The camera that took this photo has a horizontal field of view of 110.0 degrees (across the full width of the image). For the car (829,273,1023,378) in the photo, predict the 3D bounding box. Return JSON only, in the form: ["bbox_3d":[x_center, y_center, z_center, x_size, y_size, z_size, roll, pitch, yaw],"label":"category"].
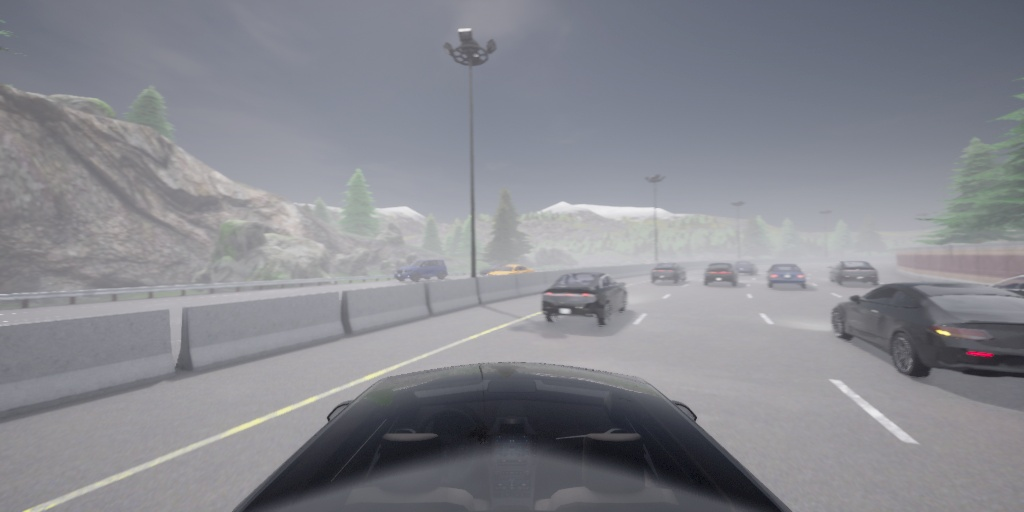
[{"bbox_3d":[7.652,1.188,6.528,1.812,1.442,4.674,-1,-1,26],"label":"car"}]

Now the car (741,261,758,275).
[{"bbox_3d":[23.584,1.208,36.451,1.994,1.385,4.181,-1,-1,40],"label":"car"}]

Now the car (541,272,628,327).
[{"bbox_3d":[2.566,1.283,11.909,2.128,1.511,4.902,-1,-1,28],"label":"car"}]

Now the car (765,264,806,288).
[{"bbox_3d":[16.995,1.184,22.349,2.033,1.411,5.357,-1,-1,35],"label":"car"}]

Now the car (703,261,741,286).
[{"bbox_3d":[14.346,1.204,24.567,1.837,1.490,4.892,-1,-1,34],"label":"car"}]

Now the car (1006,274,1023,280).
[{"bbox_3d":[12.310,1.087,7.886,2.128,1.511,4.902,-1,-1,28],"label":"car"}]

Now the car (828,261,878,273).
[{"bbox_3d":[21.701,1.054,22.881,2.128,1.511,4.902,-1,-1,36],"label":"car"}]

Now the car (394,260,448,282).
[{"bbox_3d":[-8.657,1.388,34.640,2.150,2.045,5.566,-1,-1,33],"label":"car"}]

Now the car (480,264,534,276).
[{"bbox_3d":[-0.079,1.451,28.547,1.882,1.535,5.008,-1,-1,33],"label":"car"}]

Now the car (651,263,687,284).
[{"bbox_3d":[11.944,1.253,27.269,2.128,1.511,4.902,-1,-1,35],"label":"car"}]
